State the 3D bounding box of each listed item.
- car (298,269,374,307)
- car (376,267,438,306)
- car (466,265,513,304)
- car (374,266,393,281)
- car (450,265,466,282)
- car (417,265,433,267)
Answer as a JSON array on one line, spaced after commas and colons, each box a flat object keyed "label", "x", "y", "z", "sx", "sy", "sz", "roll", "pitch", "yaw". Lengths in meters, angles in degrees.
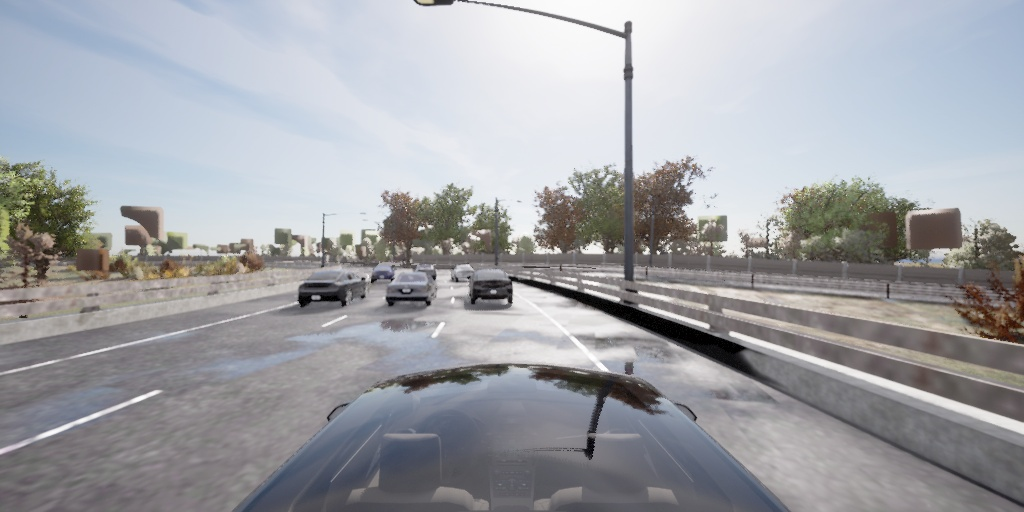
[{"label": "car", "x": -8.038, "y": 1.398, "z": 16.477, "sx": 1.837, "sy": 1.490, "sz": 4.892, "roll": 0, "pitch": 0, "yaw": -8}, {"label": "car", "x": -4.522, "y": 1.438, "z": 16.649, "sx": 2.033, "sy": 1.411, "sz": 5.357, "roll": 0, "pitch": -1, "yaw": -8}, {"label": "car", "x": -1.132, "y": 1.376, "z": 17.609, "sx": 1.882, "sy": 1.535, "sz": 5.008, "roll": 0, "pitch": 0, "yaw": -8}, {"label": "car", "x": -11.247, "y": 1.557, "z": 31.448, "sx": 1.812, "sy": 1.442, "sz": 4.674, "roll": 0, "pitch": 0, "yaw": -16}, {"label": "car", "x": -4.521, "y": 1.572, "z": 33.387, "sx": 1.812, "sy": 1.442, "sz": 4.674, "roll": 0, "pitch": 0, "yaw": -16}, {"label": "car", "x": -7.859, "y": 1.531, "z": 32.337, "sx": 2.128, "sy": 1.511, "sz": 4.902, "roll": 0, "pitch": 0, "yaw": -16}]
